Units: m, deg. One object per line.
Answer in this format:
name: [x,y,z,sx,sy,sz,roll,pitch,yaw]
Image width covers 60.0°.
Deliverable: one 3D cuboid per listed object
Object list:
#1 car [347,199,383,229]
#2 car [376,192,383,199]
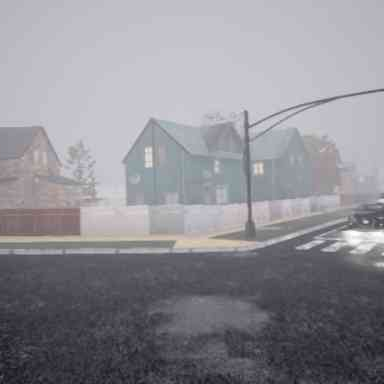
car: [10.325,1.349,19.007,1.994,1.385,4.181,-2,-1,38]
car: [16.110,0.863,26.353,2.150,2.045,5.566,-2,-1,39]
